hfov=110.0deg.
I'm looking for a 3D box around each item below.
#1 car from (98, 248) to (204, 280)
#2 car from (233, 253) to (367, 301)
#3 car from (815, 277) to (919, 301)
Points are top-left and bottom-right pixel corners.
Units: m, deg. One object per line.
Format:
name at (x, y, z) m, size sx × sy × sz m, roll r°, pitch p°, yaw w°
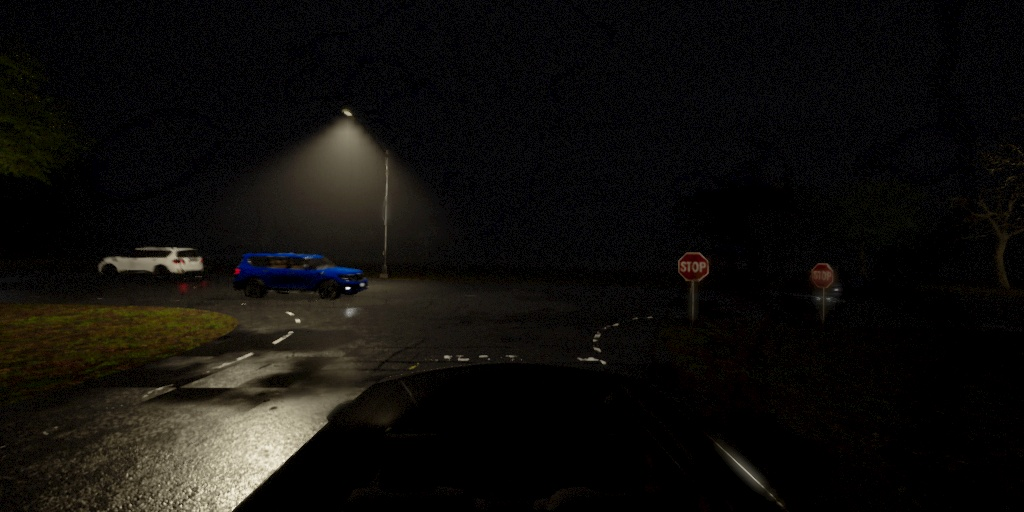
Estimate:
car at (-23.734, 0.454, 23.723) m, size 5.566 × 2.045 × 2.150 m, roll 1°, pitch 1°, yaw 0°
car at (-9.759, 0.918, 16.735) m, size 5.566 × 2.045 × 2.150 m, roll 1°, pitch 1°, yaw 0°
car at (23.381, 2.123, 23.687) m, size 5.357 × 1.411 × 2.033 m, roll 1°, pitch 1°, yaw 0°
